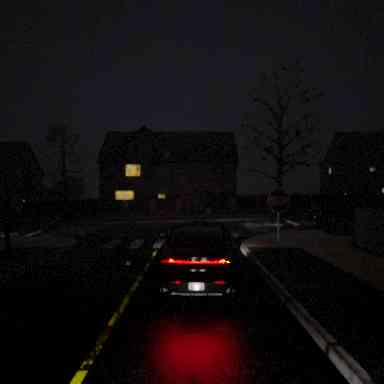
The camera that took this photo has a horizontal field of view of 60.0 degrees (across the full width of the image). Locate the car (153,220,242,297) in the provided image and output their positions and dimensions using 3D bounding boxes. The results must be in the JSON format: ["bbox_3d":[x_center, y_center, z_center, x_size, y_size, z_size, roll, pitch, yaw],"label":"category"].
[{"bbox_3d":[0.177,1.495,8.561,1.837,1.490,4.892,0,0,2],"label":"car"}]

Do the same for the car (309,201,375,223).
[{"bbox_3d":[10.185,1.270,21.698,4.718,1.301,1.895,-1,1,-1],"label":"car"}]
